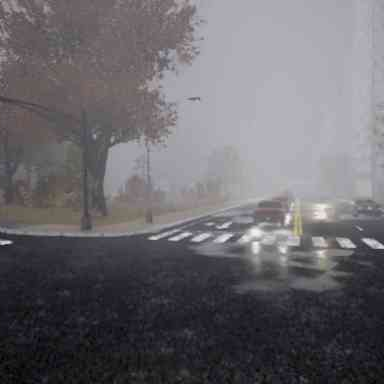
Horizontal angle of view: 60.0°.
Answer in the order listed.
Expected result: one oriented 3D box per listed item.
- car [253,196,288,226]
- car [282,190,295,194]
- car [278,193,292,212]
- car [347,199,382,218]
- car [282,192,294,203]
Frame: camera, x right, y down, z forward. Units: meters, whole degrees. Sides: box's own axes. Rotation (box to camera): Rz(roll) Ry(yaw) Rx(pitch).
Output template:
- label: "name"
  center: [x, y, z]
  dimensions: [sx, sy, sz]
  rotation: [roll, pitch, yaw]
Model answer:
- label: "car"
  center: [5.181, 1.262, 21.978]
  dimensions: [1.882, 1.535, 5.008]
  rotation: [0, 0, 16]
- label: "car"
  center: [15.756, 0.738, 55.031]
  dimensions: [2.150, 2.045, 5.566]
  rotation: [0, 0, 18]
- label: "car"
  center: [8.191, 1.169, 31.436]
  dimensions: [1.882, 1.535, 5.008]
  rotation: [0, 0, 18]
- label: "car"
  center: [13.656, 1.223, 26.567]
  dimensions: [2.033, 1.411, 5.357]
  rotation: [0, 0, 18]
- label: "car"
  center: [11.108, 1.079, 40.617]
  dimensions: [1.882, 1.535, 5.008]
  rotation: [0, 1, 18]
